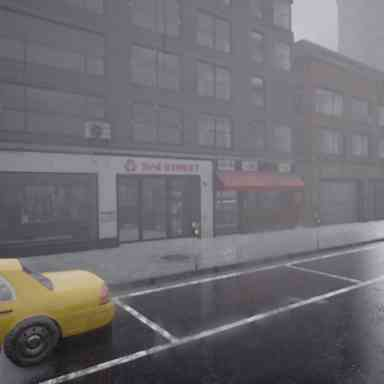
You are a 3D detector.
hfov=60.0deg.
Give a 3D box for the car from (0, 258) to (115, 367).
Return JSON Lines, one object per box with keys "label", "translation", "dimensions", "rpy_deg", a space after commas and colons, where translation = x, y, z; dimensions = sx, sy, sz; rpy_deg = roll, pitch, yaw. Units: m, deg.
{"label": "car", "translation": [-3.456, 1.526, 4.197], "dimensions": [4.829, 1.417, 1.752], "rpy_deg": [0, -1, -35]}
